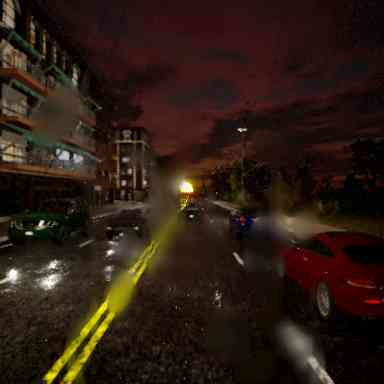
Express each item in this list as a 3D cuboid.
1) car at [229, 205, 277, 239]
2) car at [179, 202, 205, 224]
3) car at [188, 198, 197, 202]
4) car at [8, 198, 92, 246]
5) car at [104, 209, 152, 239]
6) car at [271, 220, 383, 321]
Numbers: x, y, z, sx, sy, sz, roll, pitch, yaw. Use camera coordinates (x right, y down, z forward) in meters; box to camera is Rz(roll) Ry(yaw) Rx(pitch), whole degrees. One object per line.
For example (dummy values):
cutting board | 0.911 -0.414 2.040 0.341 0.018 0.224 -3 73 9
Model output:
car | 3.250 1.483 18.252 2.097 1.767 4.553 0 0 0
car | -0.020 1.753 26.296 1.994 1.385 4.181 0 0 0
car | 0.053 1.959 49.328 1.895 1.301 4.718 0 0 0
car | -6.600 1.337 16.233 2.150 2.045 5.566 0 0 0
car | -3.350 1.681 18.625 2.033 1.411 5.357 0 0 0
car | 3.250 1.578 7.281 1.812 1.442 4.674 0 0 0
